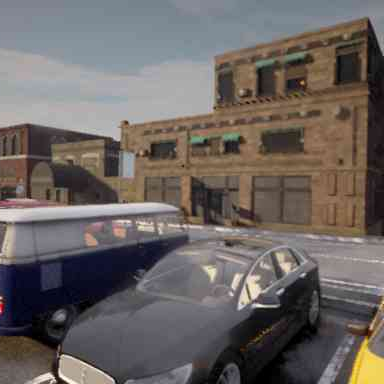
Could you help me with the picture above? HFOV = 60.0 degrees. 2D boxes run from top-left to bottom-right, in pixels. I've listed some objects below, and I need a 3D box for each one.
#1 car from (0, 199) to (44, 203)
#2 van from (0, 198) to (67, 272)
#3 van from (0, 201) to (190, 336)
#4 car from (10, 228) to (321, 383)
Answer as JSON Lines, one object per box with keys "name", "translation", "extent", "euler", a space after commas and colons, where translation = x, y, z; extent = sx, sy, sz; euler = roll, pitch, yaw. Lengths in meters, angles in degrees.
{"name": "car", "translation": [-4.068, 1.203, 8.079], "extent": [2.435, 2.045, 5.566], "euler": [0, 0, 35]}
{"name": "van", "translation": [-6.183, 1.220, 9.694], "extent": [1.878, 1.987, 4.442], "euler": [0, 0, 35]}
{"name": "van", "translation": [-1.751, 1.238, 6.536], "extent": [1.878, 1.987, 4.442], "euler": [0, 0, 35]}
{"name": "car", "translation": [0.452, 1.474, 4.831], "extent": [2.231, 1.521, 4.892], "euler": [0, 0, 35]}
